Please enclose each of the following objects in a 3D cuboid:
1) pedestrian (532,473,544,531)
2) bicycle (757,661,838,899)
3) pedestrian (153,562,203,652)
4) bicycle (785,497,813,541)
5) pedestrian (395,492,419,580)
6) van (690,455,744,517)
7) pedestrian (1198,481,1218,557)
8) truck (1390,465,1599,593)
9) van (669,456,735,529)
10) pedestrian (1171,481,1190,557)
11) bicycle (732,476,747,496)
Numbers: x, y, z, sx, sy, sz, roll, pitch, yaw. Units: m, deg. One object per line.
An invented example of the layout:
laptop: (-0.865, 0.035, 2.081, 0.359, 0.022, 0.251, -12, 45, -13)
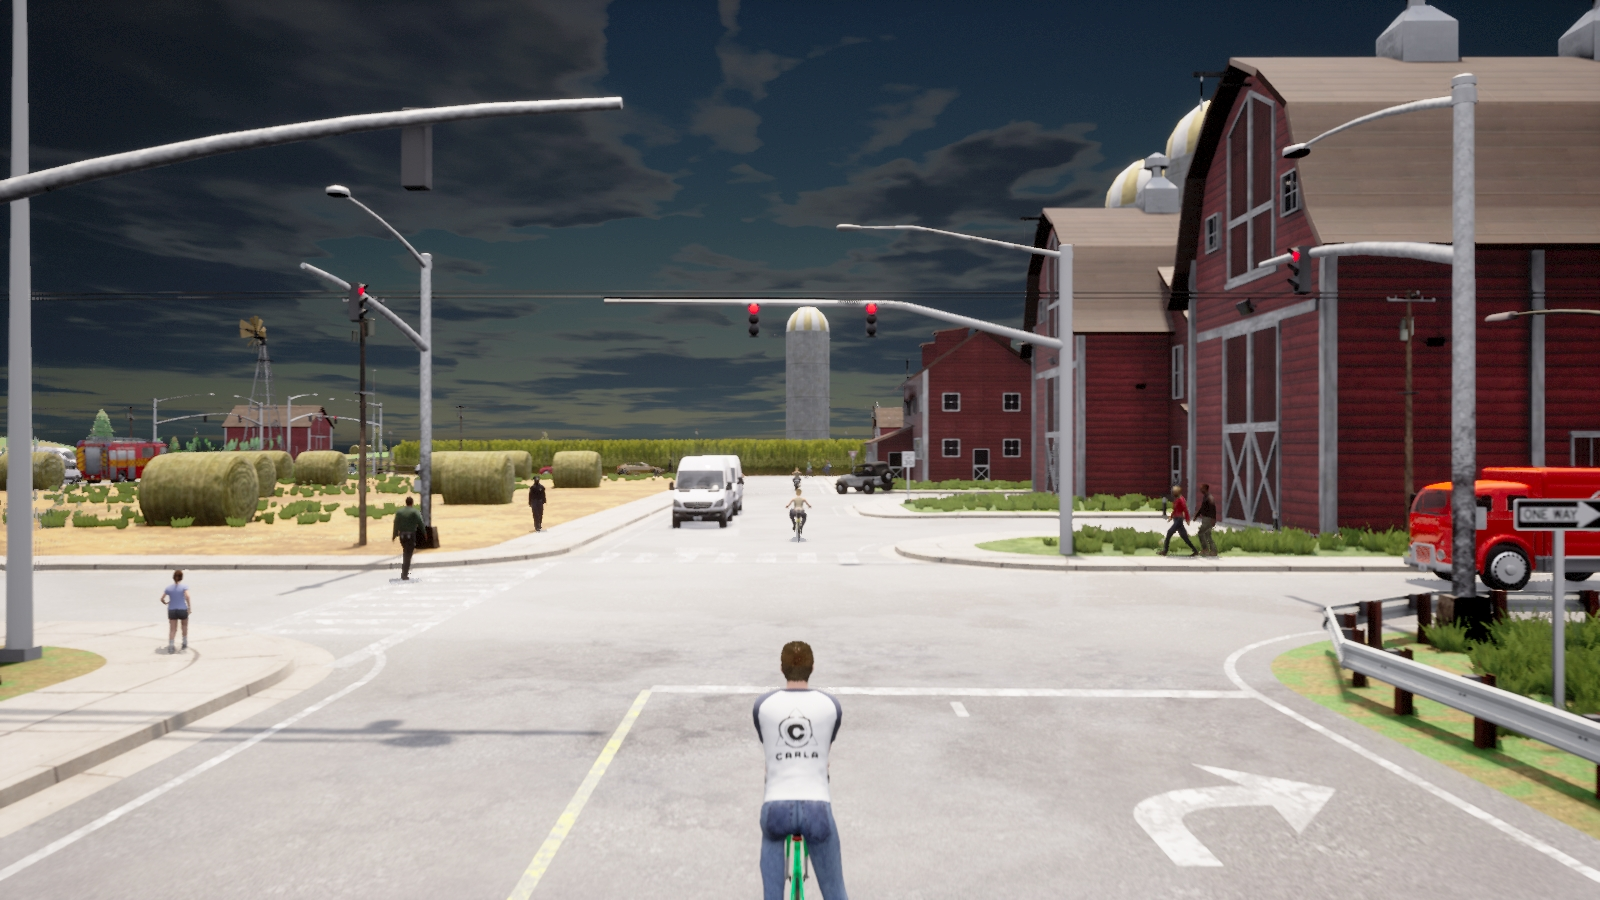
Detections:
pedestrian: (-8.446, 1.669, 36.868, 0.375, 1.860, 0.375, 0, 0, -10)
bicycle: (-0.015, 2.029, 6.127, 0.373, 1.496, 1.643, 0, 0, 0)
pedestrian: (-8.212, 2.059, 15.099, 0.500, 1.100, 0.500, 0, 0, -19)
bicycle: (-0.044, 2.131, 35.599, 0.859, 1.276, 1.487, 0, 0, 0)
pedestrian: (-8.435, 1.844, 24.543, 0.375, 1.860, 0.375, 0, 0, 4)
van: (-3.637, 1.507, 50.808, 1.988, 2.561, 5.915, 0, 0, 0)
pedestrian: (10.062, 1.696, 28.209, 0.375, 1.860, 0.375, 0, 0, 4)
truck: (15.486, 1.568, 23.630, 5.204, 2.467, 2.627, 0, 0, 0)
van: (-3.615, 1.504, 43.085, 1.988, 2.561, 5.915, 0, 0, 0)
pedestrian: (9.384, 1.695, 28.180, 0.375, 1.860, 0.375, 0, 0, 6)
bicycle: (-3.669, 2.166, 69.240, 0.859, 1.176, 1.487, 0, 0, 0)
